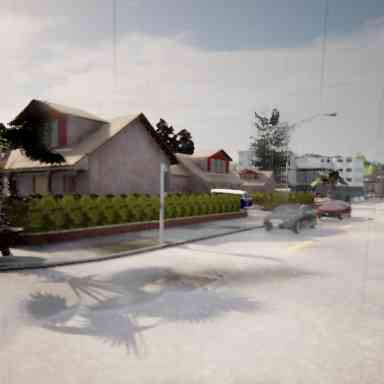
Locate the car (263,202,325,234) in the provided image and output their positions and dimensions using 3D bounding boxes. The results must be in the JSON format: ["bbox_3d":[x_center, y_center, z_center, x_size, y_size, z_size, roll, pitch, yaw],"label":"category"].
[{"bbox_3d":[5.717,1.438,19.105,2.128,1.511,4.902,1,0,36],"label":"car"}]

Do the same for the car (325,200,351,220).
[{"bbox_3d":[11.834,1.425,27.640,1.882,1.535,5.008,1,0,36],"label":"car"}]

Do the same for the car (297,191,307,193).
[{"bbox_3d":[22.276,0.800,69.267,3.866,1.878,1.905,0,0,-19],"label":"car"}]
